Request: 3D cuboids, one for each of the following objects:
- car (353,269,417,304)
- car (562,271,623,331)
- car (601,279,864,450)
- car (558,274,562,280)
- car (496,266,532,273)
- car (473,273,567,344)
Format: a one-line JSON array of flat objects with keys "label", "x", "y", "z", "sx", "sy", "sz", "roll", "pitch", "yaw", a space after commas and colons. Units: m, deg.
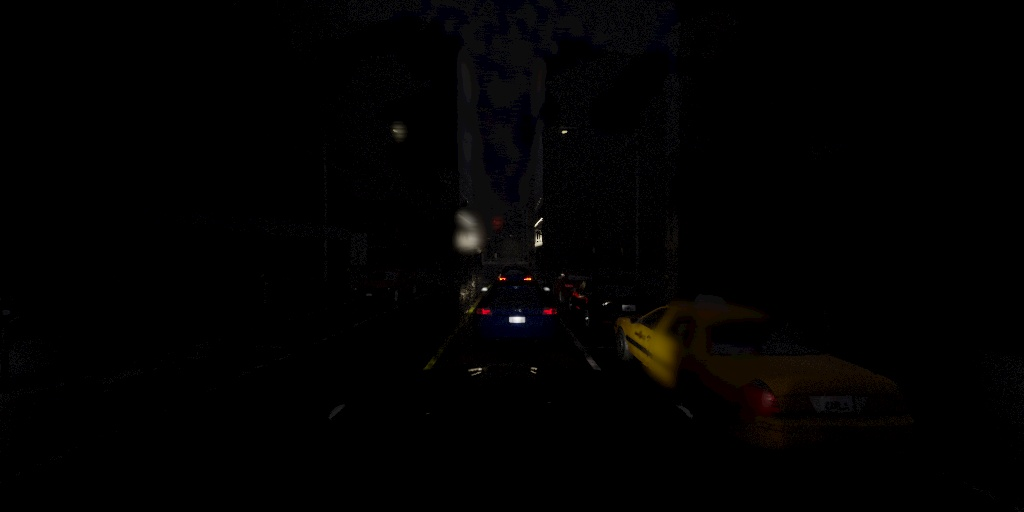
[{"label": "car", "x": -5.663, "y": 1.290, "z": 16.466, "sx": 1.888, "sy": 1.381, "sz": 4.507, "roll": 0, "pitch": 0, "yaw": 0}, {"label": "car", "x": 2.879, "y": 1.313, "z": 10.878, "sx": 1.948, "sy": 1.339, "sz": 4.313, "roll": 0, "pitch": 0, "yaw": 0}, {"label": "car", "x": 2.876, "y": 1.274, "z": 5.462, "sx": 1.751, "sy": 1.417, "sz": 4.829, "roll": 0, "pitch": 0, "yaw": 0}, {"label": "car", "x": 2.882, "y": 1.327, "z": 16.464, "sx": 1.802, "sy": 1.307, "sz": 4.207, "roll": 0, "pitch": 0, "yaw": 0}, {"label": "car", "x": 0.111, "y": 1.270, "z": 19.578, "sx": 1.812, "sy": 1.442, "sz": 4.674, "roll": 0, "pitch": 0, "yaw": -2}, {"label": "car", "x": 0.104, "y": 1.312, "z": 9.563, "sx": 1.994, "sy": 1.385, "sz": 4.181, "roll": 0, "pitch": 0, "yaw": 0}]
